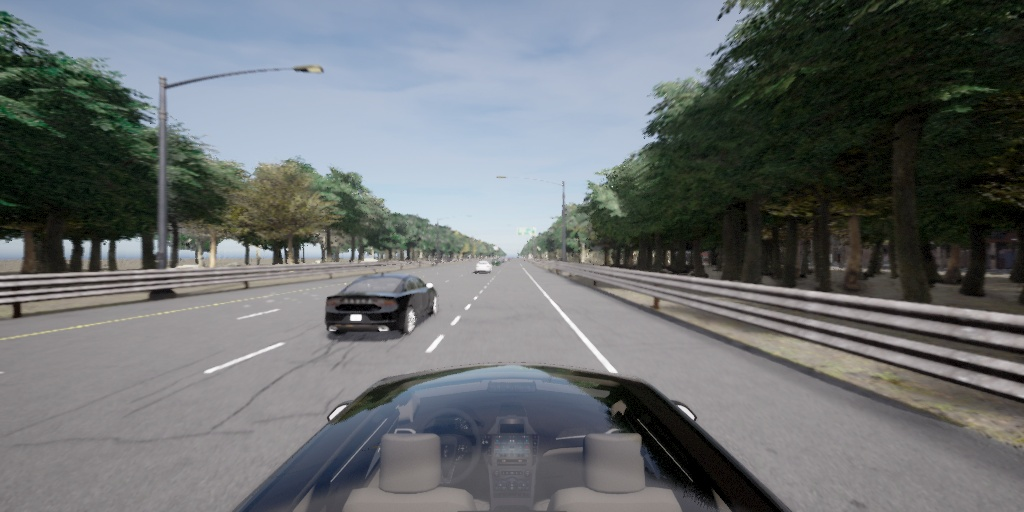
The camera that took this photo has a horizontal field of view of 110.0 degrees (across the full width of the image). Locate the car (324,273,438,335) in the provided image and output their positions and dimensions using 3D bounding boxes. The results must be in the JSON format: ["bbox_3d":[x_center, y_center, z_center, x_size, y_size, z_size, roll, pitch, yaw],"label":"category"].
[{"bbox_3d":[-3.498,1.235,10.525,1.882,1.535,5.008,0,0,0],"label":"car"}]

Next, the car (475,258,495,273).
[{"bbox_3d":[-3.407,1.324,43.678,1.812,1.442,4.674,0,0,0],"label":"car"}]
